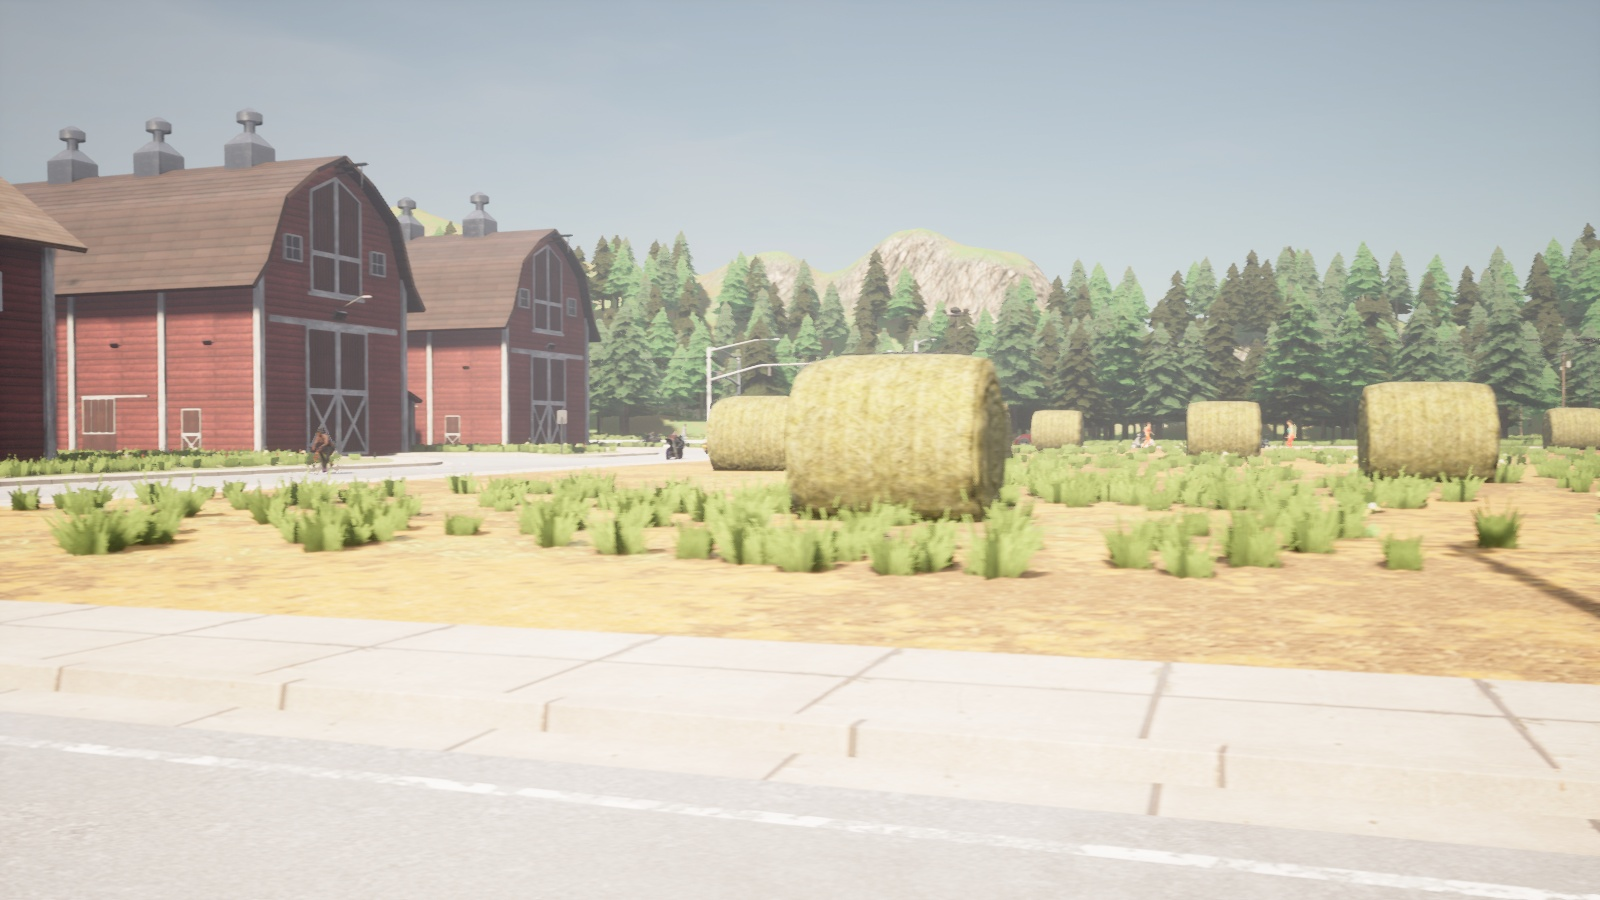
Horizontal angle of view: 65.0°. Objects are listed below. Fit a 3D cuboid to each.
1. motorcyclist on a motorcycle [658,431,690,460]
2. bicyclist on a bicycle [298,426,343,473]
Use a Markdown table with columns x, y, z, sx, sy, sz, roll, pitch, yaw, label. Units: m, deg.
| x | y | z | sx | sy | sz | roll | pitch | yaw | label |
| --- | --- | --- | --- | --- | --- | --- | --- | --- | --- |
| -6.631 | -0.252 | 66.167 | 0.866 | 1.530 | 2.191 | 1 | 1 | 18 | motorcyclist on a motorcycle |
| -17.115 | -0.031 | 44.882 | 0.582 | 1.620 | 1.656 | 1 | 1 | 18 | bicyclist on a bicycle |
